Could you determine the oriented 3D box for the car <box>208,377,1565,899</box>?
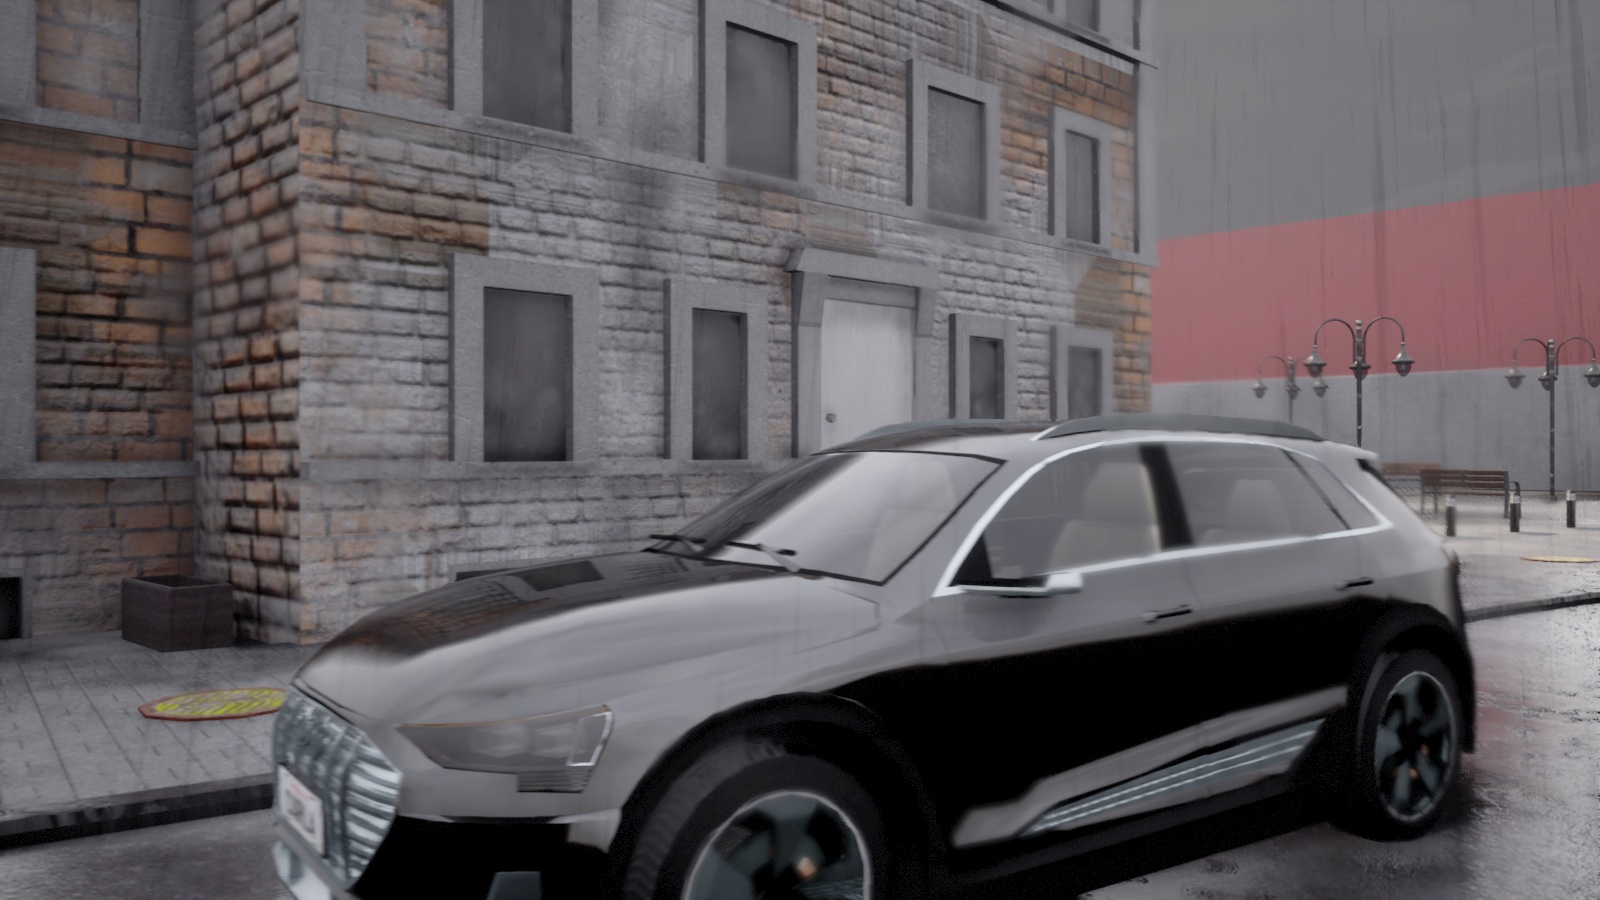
[{"bbox_3d":[0.622,0.670,4.702,4.856,1.649,2.033,0,0,-35],"label":"car"}]
